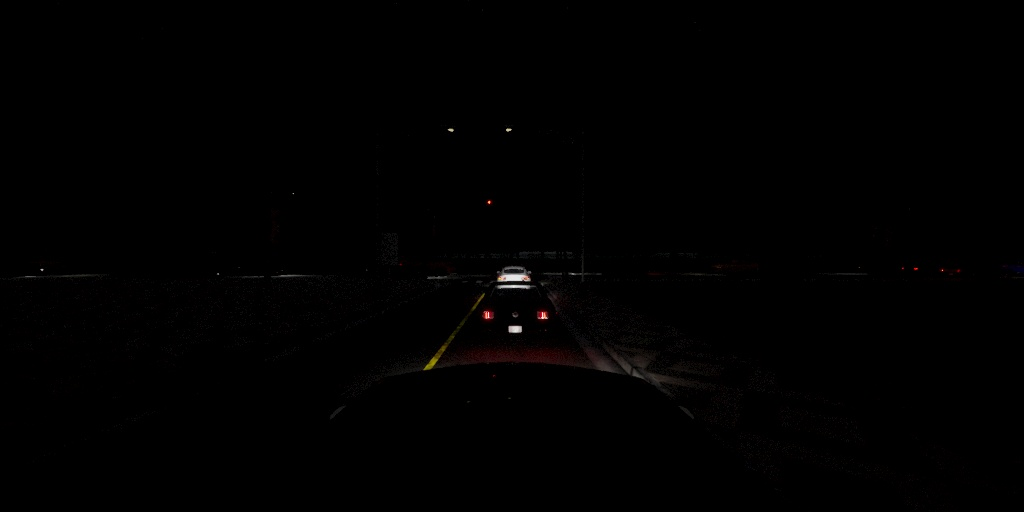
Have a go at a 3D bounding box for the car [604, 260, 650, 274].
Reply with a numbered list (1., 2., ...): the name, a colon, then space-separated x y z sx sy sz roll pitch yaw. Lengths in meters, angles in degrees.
1. car: 12.633 1.231 39.575 4.902 1.511 2.128 0 0 0

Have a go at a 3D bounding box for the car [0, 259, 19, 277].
1. car: -49.283 1.252 32.888 4.892 1.490 1.837 0 0 -3

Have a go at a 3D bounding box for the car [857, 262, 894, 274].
1. car: 40.944 1.340 39.290 4.718 1.301 1.895 0 0 1

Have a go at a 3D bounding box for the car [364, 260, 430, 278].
1. car: -10.633 1.314 32.831 5.357 1.411 2.033 0 0 5

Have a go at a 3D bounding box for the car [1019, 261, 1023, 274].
1. car: 52.275 1.233 35.887 5.008 1.535 1.882 0 0 0

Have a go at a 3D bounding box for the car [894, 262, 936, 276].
1. car: 42.320 1.303 35.921 5.357 1.411 2.033 0 0 1

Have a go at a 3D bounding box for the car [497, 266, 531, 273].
1. car: 0.113 1.274 20.221 1.812 1.442 4.674 0 0 1

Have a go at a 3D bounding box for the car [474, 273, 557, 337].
1. car: 0.108 1.350 10.237 1.895 1.301 4.718 0 0 1

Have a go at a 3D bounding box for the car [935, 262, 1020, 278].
1. car: 42.296 1.372 32.672 4.718 1.301 1.895 0 0 1

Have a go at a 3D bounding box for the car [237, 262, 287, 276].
1. car: -25.334 1.299 36.427 4.181 1.385 1.994 0 0 0

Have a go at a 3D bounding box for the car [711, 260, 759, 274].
1. car: 24.567 1.217 39.471 5.008 1.535 1.882 0 0 0

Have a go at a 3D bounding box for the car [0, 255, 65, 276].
1. car: -48.880 0.919 36.150 5.566 2.045 2.150 0 0 -2

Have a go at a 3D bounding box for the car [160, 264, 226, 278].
1. car: -29.410 1.348 33.201 4.718 1.301 1.895 0 0 0

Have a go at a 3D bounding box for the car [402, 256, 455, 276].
1. car: -8.574 0.973 36.305 5.566 2.045 2.150 0 0 0
